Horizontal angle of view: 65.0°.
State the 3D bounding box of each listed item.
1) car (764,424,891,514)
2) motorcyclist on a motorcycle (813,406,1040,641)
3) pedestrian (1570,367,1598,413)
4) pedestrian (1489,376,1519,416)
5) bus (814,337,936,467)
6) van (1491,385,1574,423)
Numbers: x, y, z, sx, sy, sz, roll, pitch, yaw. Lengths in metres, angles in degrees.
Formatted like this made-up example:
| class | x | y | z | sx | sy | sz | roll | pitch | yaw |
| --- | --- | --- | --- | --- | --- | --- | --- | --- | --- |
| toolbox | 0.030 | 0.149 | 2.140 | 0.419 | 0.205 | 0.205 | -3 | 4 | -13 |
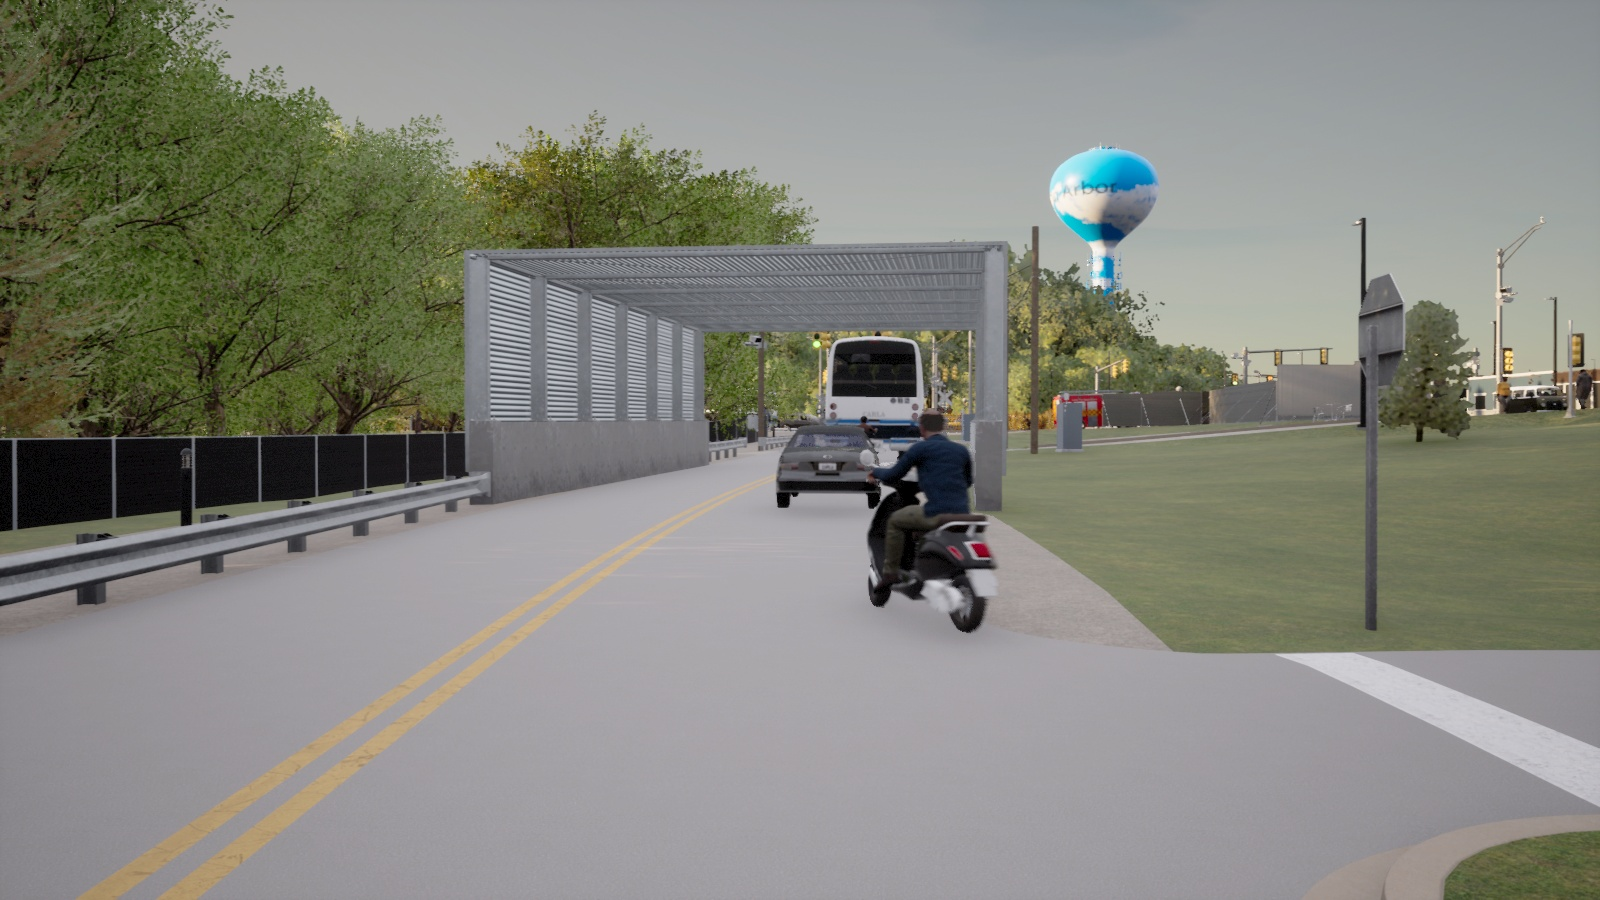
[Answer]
| class | x | y | z | sx | sy | sz | roll | pitch | yaw |
| --- | --- | --- | --- | --- | --- | --- | --- | --- | --- |
| car | 0.566 | 0.250 | 22.953 | 2.033 | 1.411 | 5.357 | 0 | 1 | 3 |
| motorcyclist on a motorcycle | 0.895 | 0.492 | 9.508 | 0.866 | 1.590 | 1.817 | 2 | 0 | -24 |
| pedestrian | 34.255 | -2.598 | 54.882 | 0.659 | 1.952 | 0.873 | 0 | 0 | -2 |
| pedestrian | 33.315 | -2.557 | 59.421 | 0.874 | 1.855 | 0.900 | 0 | 0 | -5 |
| bus | 2.933 | -1.752 | 46.385 | 3.944 | 4.253 | 10.273 | 1 | 2 | 5 |
| van | 41.812 | -2.586 | 71.824 | 2.069 | 2.038 | 4.480 | 0 | 0 | -1 |
